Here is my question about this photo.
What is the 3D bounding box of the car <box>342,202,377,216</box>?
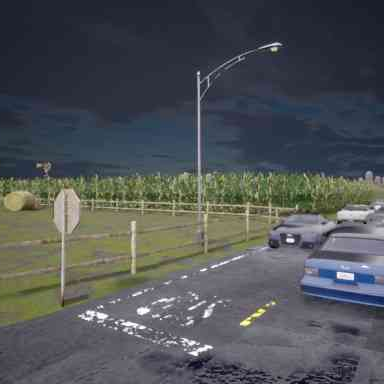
[{"bbox_3d":[11.963,1.615,24.236,1.895,1.301,4.718,-1,0,35],"label":"car"}]

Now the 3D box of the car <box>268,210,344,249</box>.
[{"bbox_3d":[4.717,1.586,13.798,1.994,1.385,4.181,-1,0,35],"label":"car"}]

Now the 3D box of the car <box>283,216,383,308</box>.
[{"bbox_3d":[4.172,1.548,8.011,2.033,1.411,5.357,-1,0,35],"label":"car"}]

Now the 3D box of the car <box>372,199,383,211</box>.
[{"bbox_3d":[20.946,1.490,37.049,2.128,1.511,4.902,-1,0,35],"label":"car"}]
